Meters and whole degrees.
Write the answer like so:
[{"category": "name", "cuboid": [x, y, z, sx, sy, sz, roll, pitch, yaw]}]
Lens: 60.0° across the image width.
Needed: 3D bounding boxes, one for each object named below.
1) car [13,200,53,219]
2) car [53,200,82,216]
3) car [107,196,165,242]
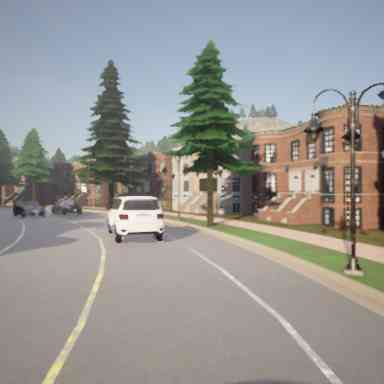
[{"category": "car", "cuboid": [-14.590, 1.510, 29.760, 2.128, 1.511, 4.902, 0, 0, -40]}, {"category": "car", "cuboid": [-12.381, 1.531, 32.864, 1.812, 1.442, 4.674, 0, 0, -40]}, {"category": "car", "cuboid": [-2.926, 1.212, 16.587, 2.150, 2.045, 5.566, 0, 0, -19]}]
